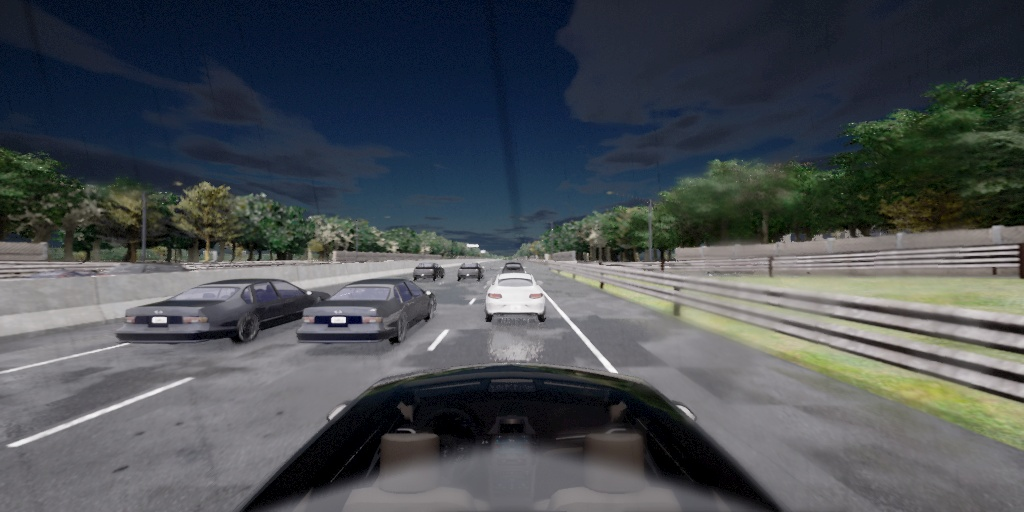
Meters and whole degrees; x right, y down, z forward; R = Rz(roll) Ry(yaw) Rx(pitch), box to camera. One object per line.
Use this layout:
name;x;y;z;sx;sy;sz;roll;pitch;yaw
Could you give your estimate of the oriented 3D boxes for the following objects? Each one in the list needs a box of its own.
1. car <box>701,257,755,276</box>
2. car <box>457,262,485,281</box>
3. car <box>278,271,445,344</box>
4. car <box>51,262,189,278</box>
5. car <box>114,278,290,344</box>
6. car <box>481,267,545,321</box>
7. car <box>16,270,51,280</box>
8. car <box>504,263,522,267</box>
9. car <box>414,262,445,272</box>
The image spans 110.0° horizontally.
car;20.227;0.936;33.897;2.097;1.767;4.553;0;-2;-19
car;-3.396;1.275;30.144;2.128;1.511;4.902;0;0;0
car;-3.398;1.302;9.528;2.033;1.411;5.357;0;0;0
car;-17.596;1.114;16.854;2.097;1.767;4.553;0;0;0
car;-6.898;1.302;9.523;2.033;1.411;5.357;0;0;0
car;0.102;1.283;12.350;1.812;1.442;4.674;0;0;0
car;-21.096;1.326;16.789;1.994;1.385;4.181;0;0;0
car;0.104;1.289;30.326;1.837;1.490;4.892;0;0;0
car;-6.896;1.275;30.119;2.128;1.511;4.902;0;0;0
